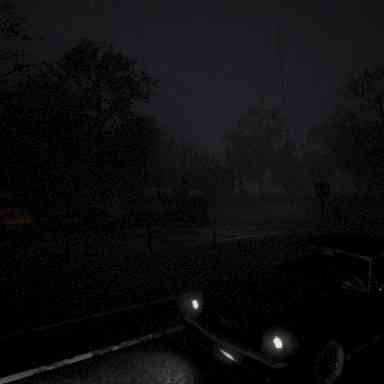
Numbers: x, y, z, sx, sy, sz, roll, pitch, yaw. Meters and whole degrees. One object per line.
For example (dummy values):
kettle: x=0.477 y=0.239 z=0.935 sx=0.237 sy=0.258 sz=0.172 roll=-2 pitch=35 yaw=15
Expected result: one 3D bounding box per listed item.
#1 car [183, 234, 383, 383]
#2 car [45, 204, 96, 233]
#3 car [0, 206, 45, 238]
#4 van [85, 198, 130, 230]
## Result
car: x=2.210 y=1.477 z=5.246 sx=4.718 sy=1.301 sz=1.895 roll=-5 pitch=3 yaw=-35
car: x=-8.122 y=1.659 z=20.987 sx=2.163 sy=1.488 sz=4.792 roll=0 pitch=0 yaw=-36
car: x=-10.254 y=1.617 z=19.195 sx=1.946 sy=1.575 sz=5.366 roll=0 pitch=0 yaw=-36
van: x=-5.781 y=1.414 z=22.483 sx=1.878 sy=1.987 sz=4.442 roll=0 pitch=0 yaw=-36
